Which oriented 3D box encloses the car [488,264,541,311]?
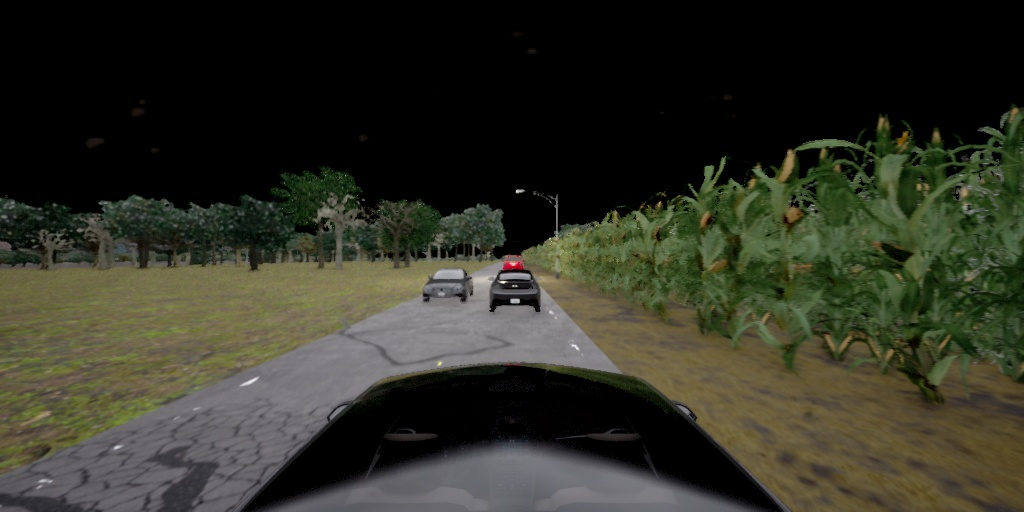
[{"bbox_3d":[0.112,1.261,14.423,1.837,1.490,4.892,0,0,0],"label":"car"}]

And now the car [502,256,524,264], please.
[{"bbox_3d":[0.137,0.996,38.313,2.150,2.045,5.566,0,0,0],"label":"car"}]

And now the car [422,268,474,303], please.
[{"bbox_3d":[-2.836,1.282,16.782,1.812,1.442,4.674,0,0,0],"label":"car"}]
